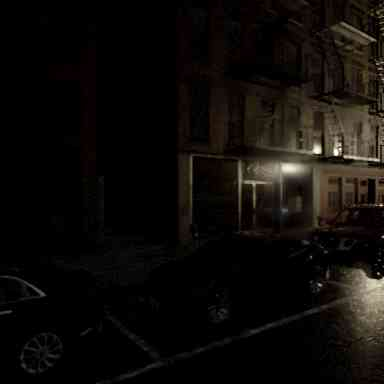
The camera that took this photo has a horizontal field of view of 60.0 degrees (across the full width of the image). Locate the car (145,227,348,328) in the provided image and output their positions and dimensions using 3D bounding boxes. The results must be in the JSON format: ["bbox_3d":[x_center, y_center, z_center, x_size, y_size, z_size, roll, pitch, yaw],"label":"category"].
[{"bbox_3d":[1.134,1.565,7.011,4.313,1.339,1.947,0,0,-36],"label":"car"}]

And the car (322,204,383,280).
[{"bbox_3d":[5.535,1.312,10.152,5.009,1.841,2.192,0,0,-36],"label":"car"}]

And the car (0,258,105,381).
[{"bbox_3d":[-3.266,1.551,3.871,4.403,1.369,2.008,0,0,-36],"label":"car"}]
